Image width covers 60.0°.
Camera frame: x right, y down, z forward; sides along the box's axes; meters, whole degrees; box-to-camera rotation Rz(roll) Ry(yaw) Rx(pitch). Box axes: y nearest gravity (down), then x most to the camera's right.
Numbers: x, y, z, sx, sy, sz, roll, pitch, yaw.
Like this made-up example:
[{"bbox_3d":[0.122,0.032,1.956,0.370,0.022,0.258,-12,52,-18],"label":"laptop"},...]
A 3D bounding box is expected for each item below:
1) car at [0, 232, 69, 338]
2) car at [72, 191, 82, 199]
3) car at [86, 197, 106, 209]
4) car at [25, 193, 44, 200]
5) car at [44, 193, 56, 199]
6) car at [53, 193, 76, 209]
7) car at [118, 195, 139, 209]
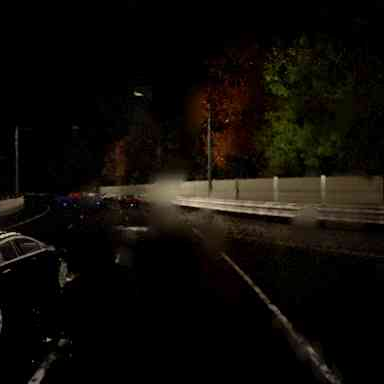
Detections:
[{"bbox_3d":[-3.695,1.449,5.867,2.128,1.511,4.902,0,0,-3],"label":"car"},{"bbox_3d":[-25.442,0.605,72.501,2.097,1.767,4.553,0,1,-27],"label":"car"},{"bbox_3d":[-11.495,1.247,39.780,1.994,1.385,4.181,0,1,-22],"label":"car"},{"bbox_3d":[-32.699,0.901,68.357,1.895,1.301,4.718,-1,1,-43],"label":"car"},{"bbox_3d":[-30.010,0.819,70.598,2.033,1.411,5.357,-1,1,-43],"label":"car"},{"bbox_3d":[-15.332,1.217,39.943,1.812,1.442,4.674,0,1,-23],"label":"car"},{"bbox_3d":[-7.615,1.180,39.553,1.837,1.490,4.892,0,1,-21],"label":"car"}]
